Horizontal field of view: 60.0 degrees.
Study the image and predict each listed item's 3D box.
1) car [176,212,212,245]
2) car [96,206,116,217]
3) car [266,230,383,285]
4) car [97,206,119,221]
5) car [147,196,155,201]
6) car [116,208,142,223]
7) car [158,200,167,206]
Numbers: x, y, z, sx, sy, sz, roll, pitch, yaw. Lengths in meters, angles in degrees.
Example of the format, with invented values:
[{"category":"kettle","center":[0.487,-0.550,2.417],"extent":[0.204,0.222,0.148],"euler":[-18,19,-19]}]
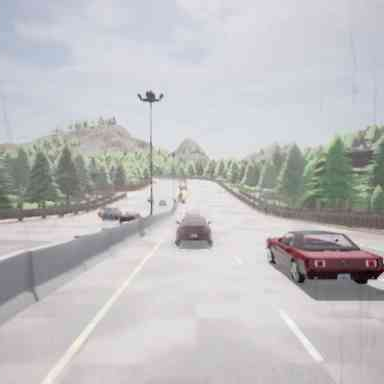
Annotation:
[{"category":"car","center":[0.103,2.047,18.491],"extent":[1.812,1.442,4.674],"euler":[0,-2,0]},{"category":"car","center":[-14.030,3.168,54.751],"extent":[2.097,1.767,4.553],"euler":[0,-1,1]},{"category":"car","center":[3.601,1.804,10.087],"extent":[1.895,1.301,4.718],"euler":[0,-2,0]},{"category":"car","center":[-10.551,2.819,44.082],"extent":[2.097,1.767,4.553],"euler":[0,-2,0]},{"category":"car","center":[-10.486,1.789,85.041],"extent":[1.837,1.490,4.892],"euler":[0,4,0]},{"category":"car","center":[-7.075,2.874,38.814],"extent":[1.895,1.301,4.718],"euler":[0,-2,0]},{"category":"car","center":[-6.993,2.567,79.445],"extent":[1.812,1.442,4.674],"euler":[0,3,0]}]
